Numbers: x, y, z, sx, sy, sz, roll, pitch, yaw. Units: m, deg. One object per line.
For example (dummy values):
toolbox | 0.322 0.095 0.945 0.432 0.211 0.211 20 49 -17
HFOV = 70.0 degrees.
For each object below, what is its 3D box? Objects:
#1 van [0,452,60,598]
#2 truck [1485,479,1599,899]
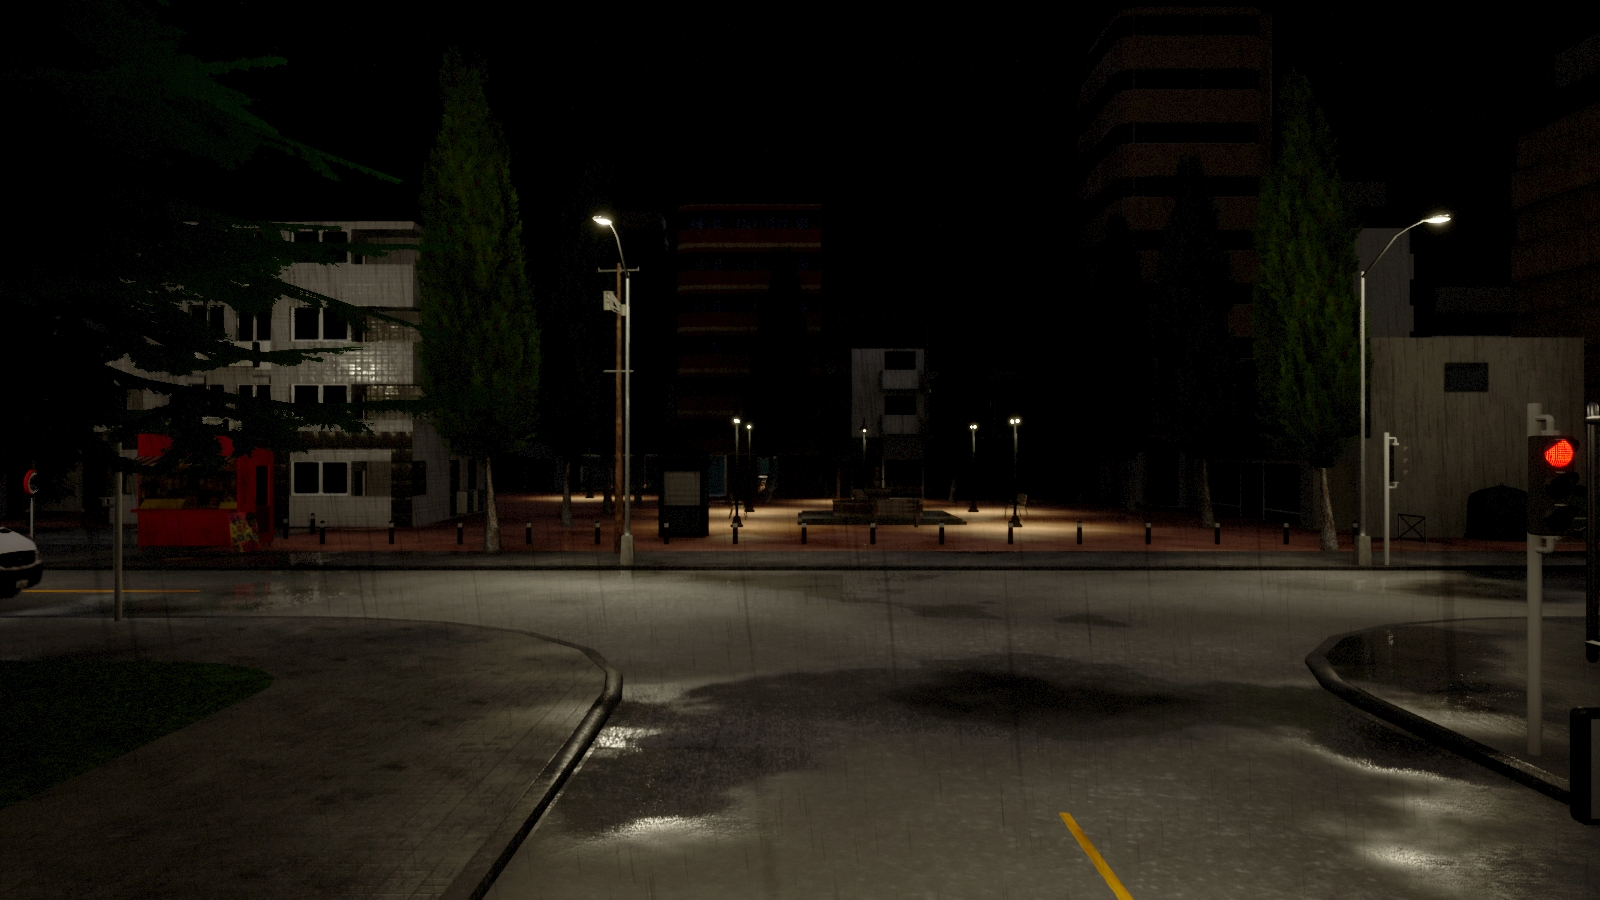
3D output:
van | -16.981 1.323 20.649 5.915 2.561 1.988 0 0 0
truck | 4.017 1.349 1.921 2.627 2.467 5.204 0 0 0
